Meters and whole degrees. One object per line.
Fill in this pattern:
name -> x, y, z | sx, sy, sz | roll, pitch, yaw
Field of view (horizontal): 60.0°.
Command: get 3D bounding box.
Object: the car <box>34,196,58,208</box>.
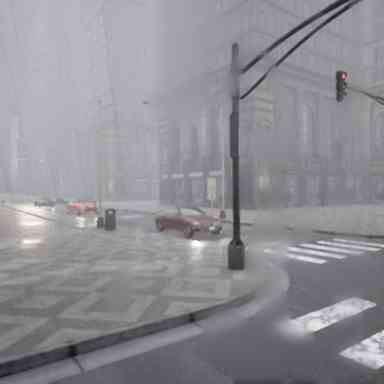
car -> -20.525, 1.428, 46.010 | 1.837, 1.490, 4.892 | -1, 1, -36

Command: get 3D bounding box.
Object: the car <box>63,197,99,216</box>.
car -> -10.238, 1.259, 31.470 | 2.097, 1.767, 4.553 | -1, 0, -35

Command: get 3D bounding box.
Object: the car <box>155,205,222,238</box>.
car -> -0.351, 1.447, 17.647 | 1.812, 1.442, 4.674 | -1, 0, -34

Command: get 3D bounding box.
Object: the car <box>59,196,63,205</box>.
car -> -15.827, 1.394, 44.692 | 2.033, 1.411, 5.357 | -1, 1, -35
